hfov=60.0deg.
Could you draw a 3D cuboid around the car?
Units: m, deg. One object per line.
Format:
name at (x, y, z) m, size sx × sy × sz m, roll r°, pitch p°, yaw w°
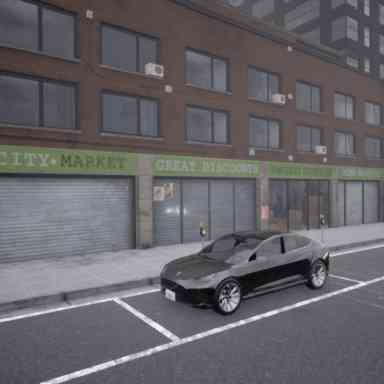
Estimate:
car at (1.361, 1.564, 7.523) m, size 4.313 × 1.339 × 1.947 m, roll 0°, pitch -1°, yaw -36°
